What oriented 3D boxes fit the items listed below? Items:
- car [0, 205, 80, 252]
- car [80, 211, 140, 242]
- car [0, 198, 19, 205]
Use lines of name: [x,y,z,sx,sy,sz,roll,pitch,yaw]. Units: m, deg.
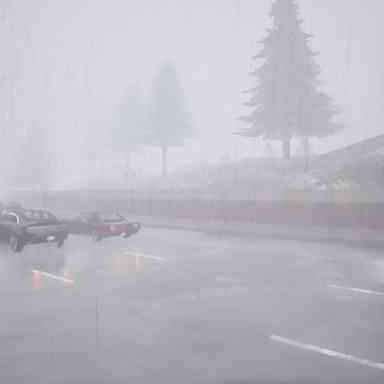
car: [-7.049,1.495,13.860,4.902,1.511,2.128,0,0,41]
car: [-4.792,1.616,16.536,4.718,1.301,1.895,0,0,41]
car: [-14.474,1.495,25.741,2.128,1.511,4.902,0,0,-44]
